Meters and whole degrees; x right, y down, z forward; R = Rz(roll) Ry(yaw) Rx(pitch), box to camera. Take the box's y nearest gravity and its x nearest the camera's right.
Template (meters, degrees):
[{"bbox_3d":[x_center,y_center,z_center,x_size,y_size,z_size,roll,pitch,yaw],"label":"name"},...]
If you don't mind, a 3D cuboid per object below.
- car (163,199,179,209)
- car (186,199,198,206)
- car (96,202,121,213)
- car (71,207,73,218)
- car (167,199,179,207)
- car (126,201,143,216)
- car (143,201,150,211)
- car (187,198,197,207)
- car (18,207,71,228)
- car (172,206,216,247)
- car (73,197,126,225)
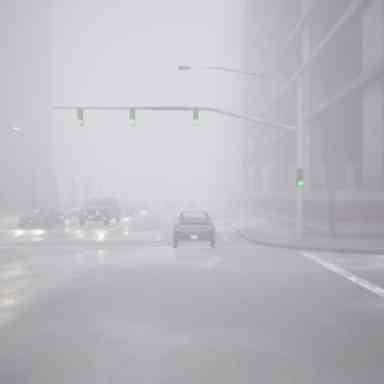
[{"bbox_3d":[-3.515,1.919,52.533,1.837,1.490,4.892,0,0,0],"label":"car"},{"bbox_3d":[-0.015,2.020,53.191,1.895,1.301,4.718,0,0,0],"label":"car"},{"bbox_3d":[-10.543,1.941,42.351,1.895,1.301,4.718,0,0,1],"label":"car"},{"bbox_3d":[-10.594,1.794,32.496,1.812,1.442,4.674,0,0,0],"label":"car"},{"bbox_3d":[-3.518,2.033,62.235,2.033,1.411,5.357,0,0,0],"label":"car"},{"bbox_3d":[-7.084,1.789,36.411,2.128,1.511,4.902,0,0,0],"label":"car"},{"bbox_3d":[-7.013,1.921,46.975,2.033,1.411,5.357,0,0,0],"label":"car"},{"bbox_3d":[-0.018,1.963,62.236,1.882,1.535,5.008,0,0,0],"label":"car"},{"bbox_3d":[-10.604,1.769,23.851,1.994,1.385,4.181,0,0,0],"label":"car"},{"bbox_3d":[0.097,1.636,15.877,2.128,1.511,4.902,0,-1,0],"label":"car"},{"bbox_3d":[-7.094,1.444,26.199,2.150,2.045,5.566,0,0,1],"label":"car"}]
